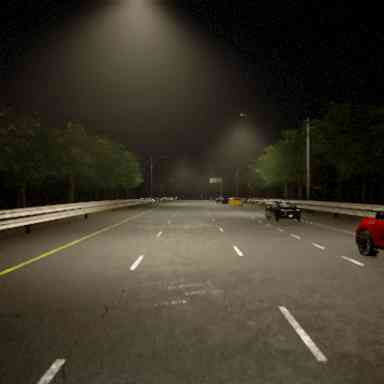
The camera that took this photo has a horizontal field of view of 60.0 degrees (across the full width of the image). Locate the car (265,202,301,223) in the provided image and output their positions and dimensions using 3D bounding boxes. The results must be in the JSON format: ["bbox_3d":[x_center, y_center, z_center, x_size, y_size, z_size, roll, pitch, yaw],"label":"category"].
[{"bbox_3d":[7.025,1.523,26.027,2.128,1.511,4.902,0,0,0],"label":"car"}]

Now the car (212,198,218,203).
[{"bbox_3d":[7.430,2.349,93.300,1.895,1.301,4.718,0,-1,1],"label":"car"}]

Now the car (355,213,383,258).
[{"bbox_3d":[7.002,1.225,9.721,2.150,2.045,5.566,0,0,0],"label":"car"}]

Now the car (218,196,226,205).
[{"bbox_3d":[7.250,1.972,72.260,1.837,1.490,4.892,0,-1,0],"label":"car"}]

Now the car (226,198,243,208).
[{"bbox_3d":[7.136,1.729,54.449,1.882,1.535,5.008,0,-1,0],"label":"car"}]
